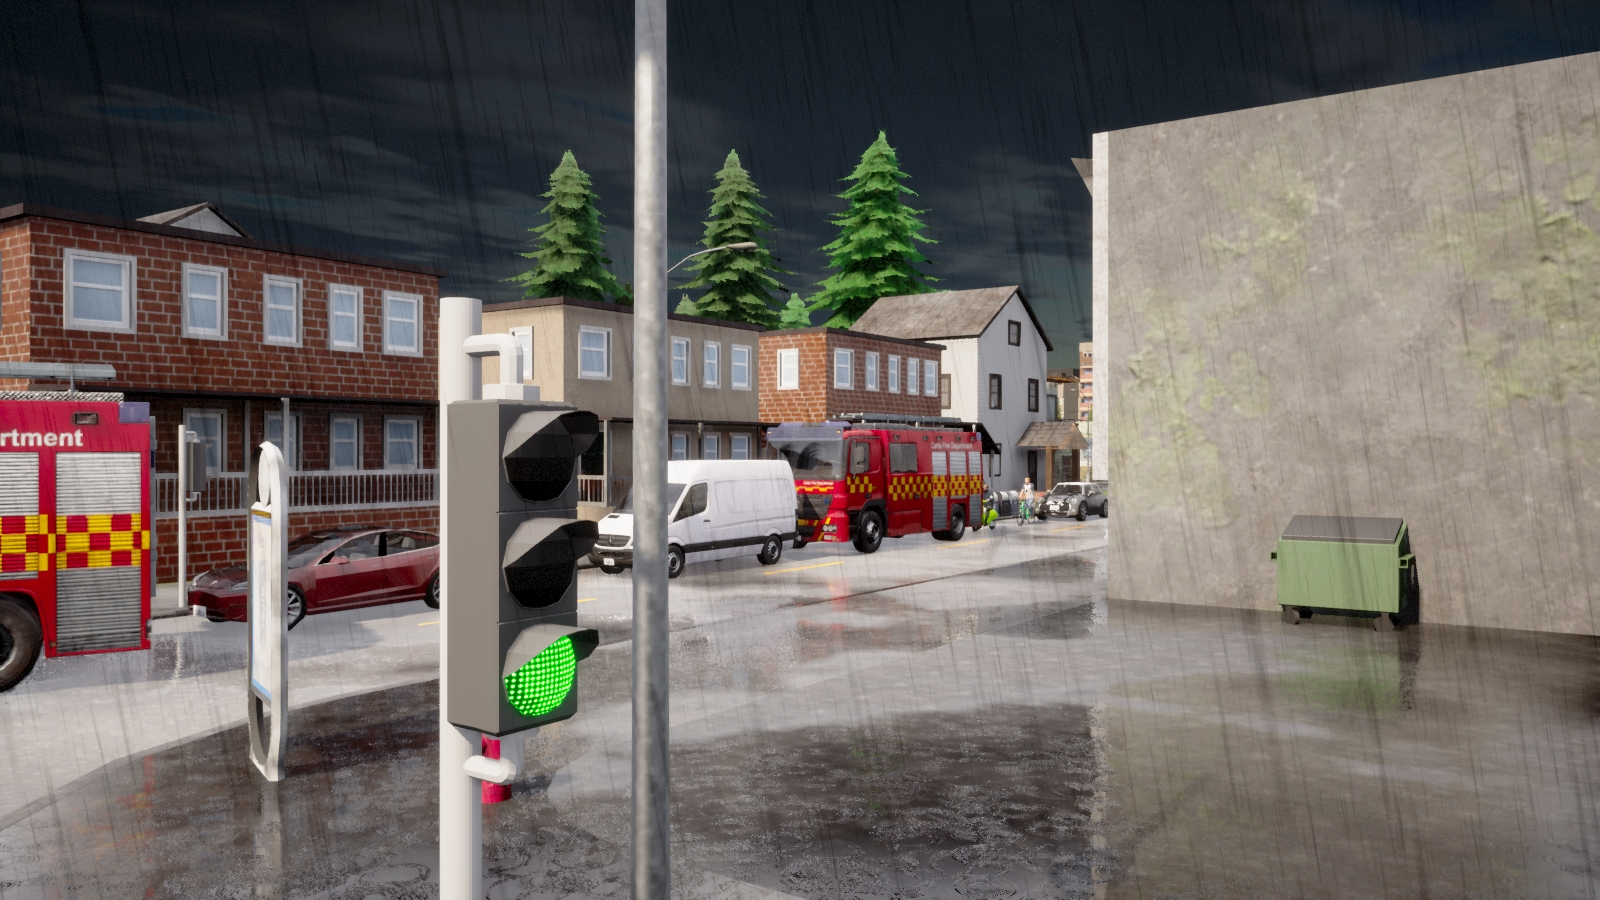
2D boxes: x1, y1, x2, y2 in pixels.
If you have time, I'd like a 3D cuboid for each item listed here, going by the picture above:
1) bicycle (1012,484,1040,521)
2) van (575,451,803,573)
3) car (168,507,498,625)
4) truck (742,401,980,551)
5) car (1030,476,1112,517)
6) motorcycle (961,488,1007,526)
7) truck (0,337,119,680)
[{"bbox_3d":[8.406,1.928,42.476,0.373,1.296,1.643,0,0,35],"label":"bicycle"},{"bbox_3d":[-2.442,1.307,26.996,1.988,2.561,5.915,0,0,35],"label":"van"},{"bbox_3d":[-7.748,1.835,19.432,2.163,1.488,4.792,0,0,35],"label":"car"},{"bbox_3d":[2.054,0.663,33.403,2.891,3.827,8.468,0,0,35],"label":"truck"},{"bbox_3d":[11.003,1.837,46.179,1.970,1.475,3.806,0,0,35],"label":"car"},{"bbox_3d":[6.398,1.954,39.613,0.856,1.236,1.805,0,0,35],"label":"motorcycle"},{"bbox_3d":[-12.333,0.662,12.385,8.468,3.827,2.891,0,0,-31],"label":"truck"}]
